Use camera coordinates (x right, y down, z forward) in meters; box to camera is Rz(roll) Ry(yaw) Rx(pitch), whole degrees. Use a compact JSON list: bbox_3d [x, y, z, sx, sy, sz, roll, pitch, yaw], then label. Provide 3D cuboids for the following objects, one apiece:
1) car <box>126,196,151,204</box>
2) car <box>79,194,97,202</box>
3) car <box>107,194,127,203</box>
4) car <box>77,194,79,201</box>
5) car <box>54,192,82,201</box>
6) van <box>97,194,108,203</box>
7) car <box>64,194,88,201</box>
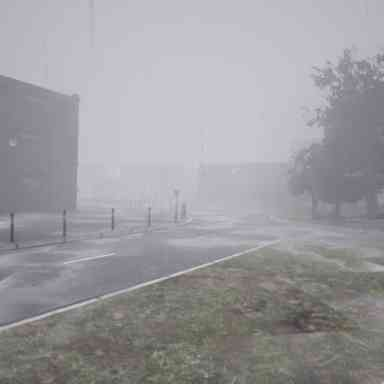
[{"bbox_3d":[-10.111,1.752,66.296,2.163,1.488,4.792,1,-1,31],"label":"car"},{"bbox_3d":[-21.845,1.324,73.510,2.185,1.767,4.553,2,0,31],"label":"car"},{"bbox_3d":[-14.718,1.502,69.174,2.185,1.767,4.553,1,-1,31],"label":"car"},{"bbox_3d":[-24.348,1.381,74.988,2.097,1.535,5.008,2,0,31],"label":"car"},{"bbox_3d":[-28.961,1.004,77.842,2.435,2.045,5.566,2,0,31],"label":"car"},{"bbox_3d":[-17.276,1.342,70.560,1.878,1.987,4.442,1,-1,31],"label":"van"},{"bbox_3d":[-26.609,1.321,76.377,2.231,1.521,4.892,2,0,31],"label":"car"}]
